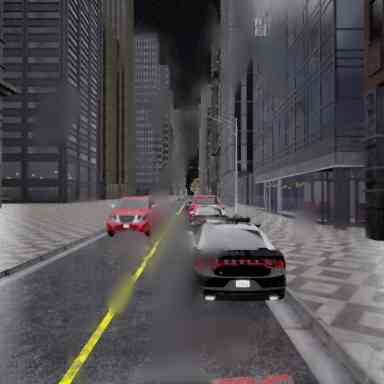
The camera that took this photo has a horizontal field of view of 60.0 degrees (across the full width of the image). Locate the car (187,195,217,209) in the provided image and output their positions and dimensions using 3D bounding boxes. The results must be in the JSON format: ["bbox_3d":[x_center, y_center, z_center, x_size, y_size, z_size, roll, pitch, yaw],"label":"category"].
[{"bbox_3d":[0.927,1.260,24.432,2.150,2.045,5.566,0,0,0],"label":"car"}]

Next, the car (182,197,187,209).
[{"bbox_3d":[0.078,1.633,46.879,2.033,1.411,5.357,0,0,1],"label":"car"}]

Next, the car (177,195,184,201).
[{"bbox_3d":[-2.900,1.677,87.864,1.837,1.490,4.892,0,0,0],"label":"car"}]

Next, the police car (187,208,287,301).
[{"bbox_3d":[0.908,1.433,8.508,1.930,1.638,5.238,0,0,0],"label":"police car"}]

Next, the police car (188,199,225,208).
[{"bbox_3d":[0.920,1.448,18.510,1.930,1.638,5.238,0,0,0],"label":"police car"}]

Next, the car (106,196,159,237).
[{"bbox_3d":[-3.080,1.244,18.372,2.150,2.045,5.566,0,0,0],"label":"car"}]
